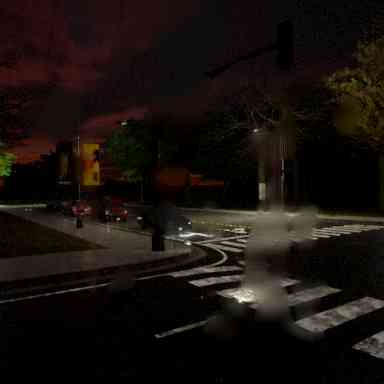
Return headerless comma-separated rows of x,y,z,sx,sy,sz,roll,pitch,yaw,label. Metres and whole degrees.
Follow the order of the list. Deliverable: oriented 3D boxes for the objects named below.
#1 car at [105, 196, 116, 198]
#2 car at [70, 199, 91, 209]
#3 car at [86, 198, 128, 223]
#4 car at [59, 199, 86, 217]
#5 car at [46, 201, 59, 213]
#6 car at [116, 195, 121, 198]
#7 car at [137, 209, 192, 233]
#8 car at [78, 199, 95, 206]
-13.810,1.781,50.379,2.097,1.767,4.553,-1,0,-35,car
-19.674,2.077,58.688,2.033,1.411,5.357,-1,0,-35,car
-7.493,1.716,29.806,2.097,1.767,4.553,-1,0,-35,car
-13.105,1.811,37.824,2.097,1.767,4.553,-1,0,-35,car
-18.865,2.034,46.126,1.882,1.535,5.008,-1,0,-35,car
-13.526,1.622,55.735,2.150,2.045,5.566,-1,0,-35,car
-1.993,1.819,22.056,2.033,1.411,5.357,-1,0,-29,car
-21.175,2.098,66.666,1.994,1.385,4.181,-1,0,-35,car
